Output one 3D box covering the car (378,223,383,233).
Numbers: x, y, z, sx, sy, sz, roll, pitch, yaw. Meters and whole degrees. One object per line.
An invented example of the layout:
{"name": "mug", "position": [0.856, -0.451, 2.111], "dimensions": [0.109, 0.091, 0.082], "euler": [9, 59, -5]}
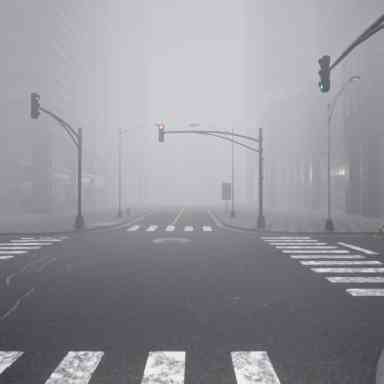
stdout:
{"name": "car", "position": [11.758, 1.564, 16.205], "dimensions": [4.829, 1.417, 1.752], "euler": [0, -1, 0]}
